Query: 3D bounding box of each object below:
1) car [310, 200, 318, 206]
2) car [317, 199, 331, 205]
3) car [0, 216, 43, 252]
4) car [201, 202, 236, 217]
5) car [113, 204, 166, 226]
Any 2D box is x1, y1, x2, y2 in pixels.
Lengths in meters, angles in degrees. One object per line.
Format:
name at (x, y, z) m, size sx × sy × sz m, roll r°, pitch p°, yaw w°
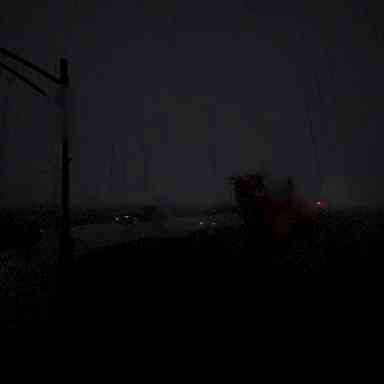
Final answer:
car at (16.313, 2.136, 48.317) m, size 1.895 × 1.301 × 4.718 m, roll -1°, pitch -1°, yaw 36°
car at (22.198, 2.002, 56.595) m, size 2.097 × 1.767 × 4.553 m, roll -1°, pitch -1°, yaw 36°
car at (-7.377, 1.566, 11.853) m, size 2.033 × 1.411 × 5.357 m, roll -1°, pitch -1°, yaw 1°
car at (2.933, 1.874, 35.969) m, size 1.882 × 1.535 × 5.008 m, roll -1°, pitch -1°, yaw 36°
car at (-4.052, 1.768, 26.260) m, size 1.837 × 1.490 × 4.892 m, roll -1°, pitch -1°, yaw 36°
